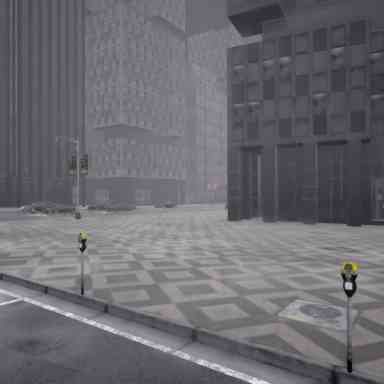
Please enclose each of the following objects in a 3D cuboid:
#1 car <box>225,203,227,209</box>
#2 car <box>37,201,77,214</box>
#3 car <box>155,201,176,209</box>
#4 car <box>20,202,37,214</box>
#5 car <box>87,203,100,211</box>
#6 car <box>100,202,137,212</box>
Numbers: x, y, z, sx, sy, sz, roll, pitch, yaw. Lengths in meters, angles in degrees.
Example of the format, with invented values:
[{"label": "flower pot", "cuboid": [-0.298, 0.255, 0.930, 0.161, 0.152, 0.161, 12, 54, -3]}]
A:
[{"label": "car", "cuboid": [8.264, 2.469, 65.004, 2.097, 1.767, 4.553, 0, -1, 35]}, {"label": "car", "cuboid": [-16.654, 2.059, 41.796, 1.994, 1.385, 4.181, 0, -1, 35]}, {"label": "car", "cuboid": [-5.033, 2.447, 63.385, 1.882, 1.535, 5.008, 0, -1, 36]}, {"label": "car", "cuboid": [-19.639, 1.982, 43.193, 2.128, 1.511, 4.902, 0, -1, 36]}, {"label": "car", "cuboid": [-13.768, 2.283, 51.365, 1.895, 1.301, 4.718, 0, -1, 36]}, {"label": "car", "cuboid": [-10.685, 2.237, 50.089, 2.033, 1.411, 5.357, 0, -1, 36]}]
